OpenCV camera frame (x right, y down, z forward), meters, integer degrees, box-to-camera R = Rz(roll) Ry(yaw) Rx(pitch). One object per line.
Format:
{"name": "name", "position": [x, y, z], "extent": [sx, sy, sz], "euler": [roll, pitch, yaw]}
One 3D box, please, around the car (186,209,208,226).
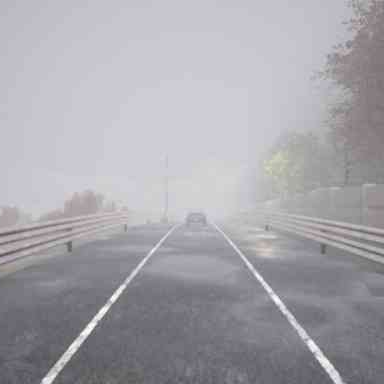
{"name": "car", "position": [0.431, 2.345, 30.611], "extent": [2.128, 1.511, 4.902], "euler": [0, -3, 2]}

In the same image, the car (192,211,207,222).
{"name": "car", "position": [1.116, 3.430, 46.104], "extent": [1.812, 1.442, 4.674], "euler": [0, -4, 4]}
